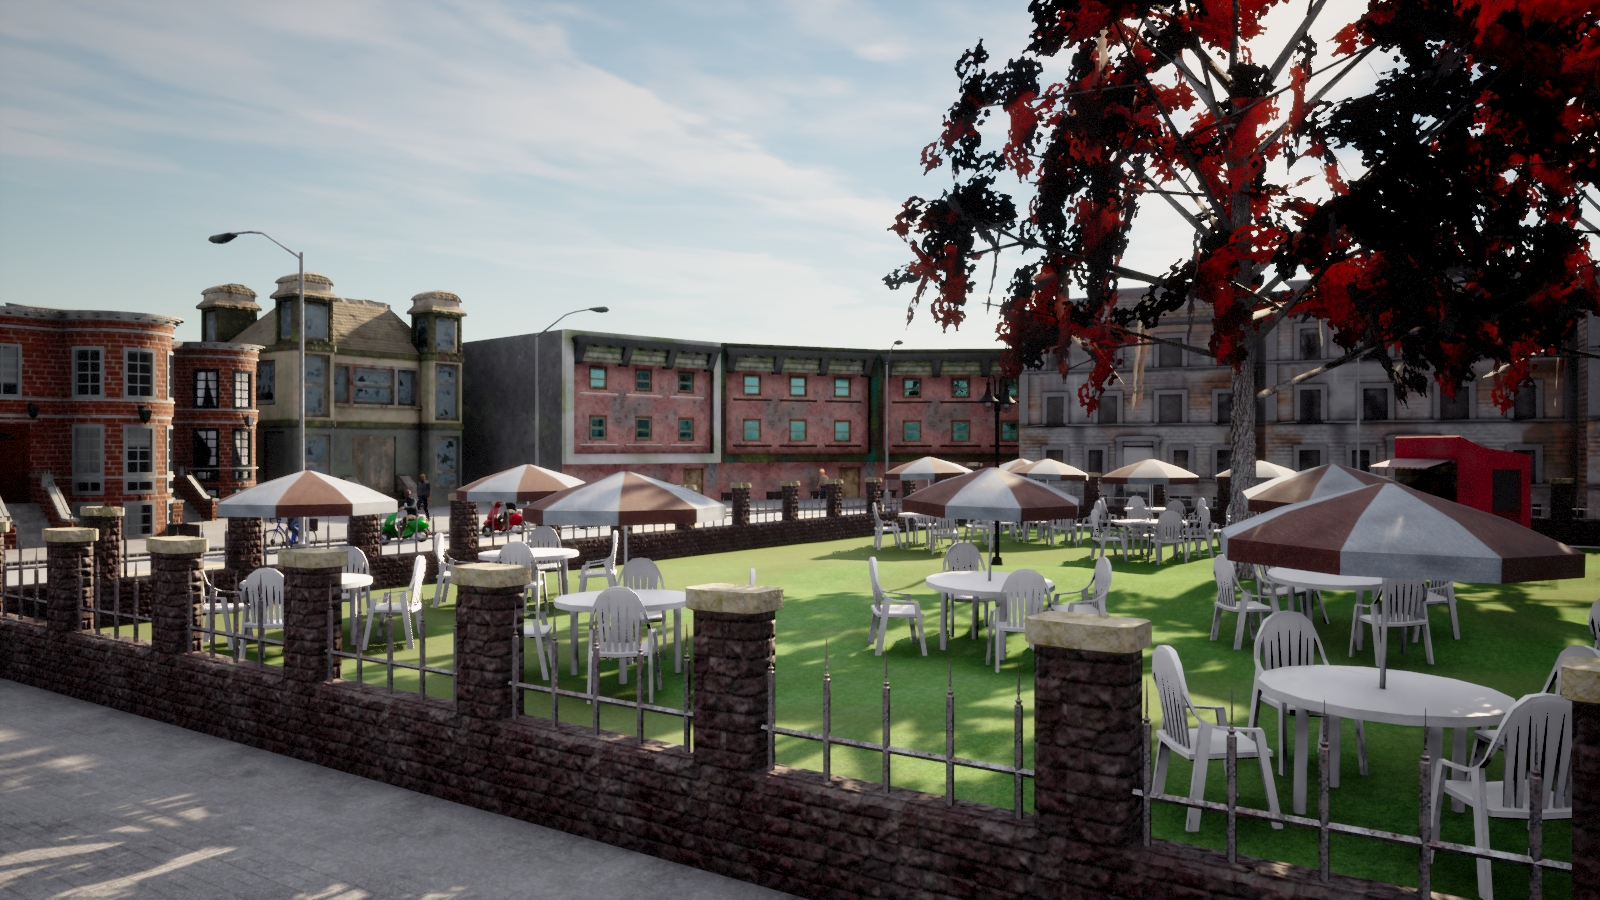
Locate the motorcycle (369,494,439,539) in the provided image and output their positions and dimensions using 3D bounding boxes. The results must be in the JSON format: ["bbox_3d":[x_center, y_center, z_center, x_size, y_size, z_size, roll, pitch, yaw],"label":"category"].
[{"bbox_3d":[-11.759,1.950,33.969,0.856,1.236,1.805,0,0,35],"label":"motorcycle"}]

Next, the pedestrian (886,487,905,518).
[{"bbox_3d":[3.458,1.894,41.410,0.500,1.100,0.500,0,0,-34],"label":"pedestrian"}]

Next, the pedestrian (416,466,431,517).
[{"bbox_3d":[-13.797,1.514,41.827,0.375,1.860,0.375,0,0,22],"label":"pedestrian"}]

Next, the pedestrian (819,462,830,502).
[{"bbox_3d":[1.149,1.513,54.133,0.375,1.860,0.375,0,0,-37],"label":"pedestrian"}]
